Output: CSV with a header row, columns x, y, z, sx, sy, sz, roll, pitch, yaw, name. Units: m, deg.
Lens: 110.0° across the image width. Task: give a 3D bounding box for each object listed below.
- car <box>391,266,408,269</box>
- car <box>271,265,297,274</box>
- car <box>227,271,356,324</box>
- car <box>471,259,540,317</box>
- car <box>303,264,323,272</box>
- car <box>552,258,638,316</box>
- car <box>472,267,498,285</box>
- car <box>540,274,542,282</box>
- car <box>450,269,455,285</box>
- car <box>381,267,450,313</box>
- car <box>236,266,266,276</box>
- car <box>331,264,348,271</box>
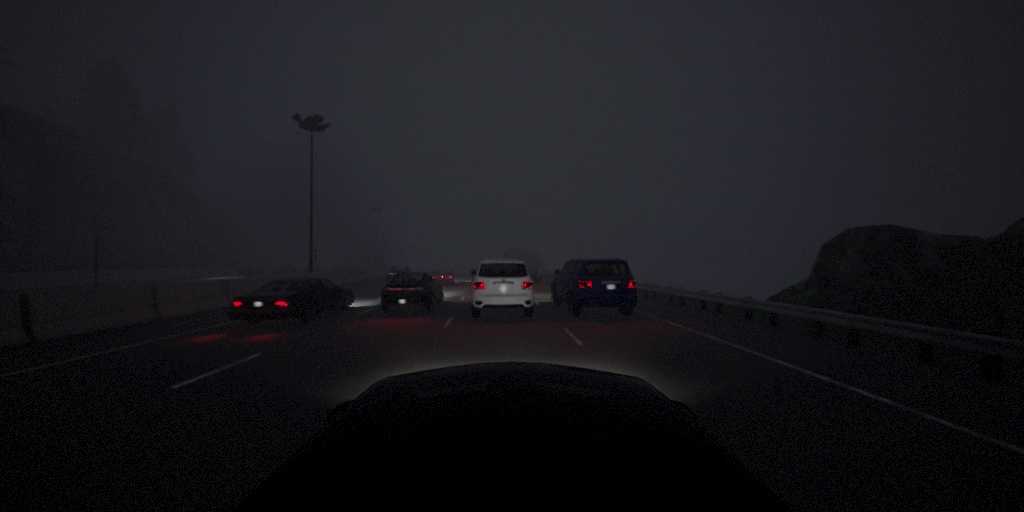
x,y,z,sx,sy,sz,roll,pitch,yaw,name
-9.315,1.604,30.169,2.128,1.511,4.902,0,-1,-9,car
-32.081,1.956,50.643,2.033,1.411,5.357,0,-1,-16,car
-7.361,1.446,12.691,2.033,1.411,5.357,0,-1,-4,car
-0.446,1.123,14.141,2.150,2.045,5.566,0,0,-4,car
-28.986,1.900,52.327,1.882,1.535,5.008,0,-1,-17,car
3.048,1.117,14.330,2.150,2.045,5.566,0,0,-4,car
-2.449,1.677,31.531,1.994,1.385,4.181,0,-1,-9,car
1.186,1.698,30.986,1.895,1.301,4.718,0,-1,-9,car
-5.752,1.703,30.053,1.895,1.301,4.718,0,-1,-9,car
-4.024,1.410,15.019,2.128,1.511,4.902,0,-1,-4,car
-35.018,1.987,48.199,1.895,1.301,4.718,0,-1,-16,car
-25.724,1.956,53.621,1.812,1.442,4.674,0,-1,-17,car
